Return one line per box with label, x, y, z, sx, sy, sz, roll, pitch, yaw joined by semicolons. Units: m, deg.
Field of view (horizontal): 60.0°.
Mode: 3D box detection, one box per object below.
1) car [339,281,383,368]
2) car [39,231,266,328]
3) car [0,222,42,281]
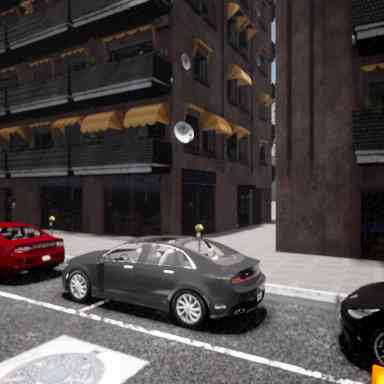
car;4.150;1.565;3.977;4.313;1.339;1.947;0;0;30
car;-0.744;1.549;6.762;4.403;1.369;2.008;0;0;30
car;-5.637;1.542;9.547;4.507;1.381;1.887;0;0;30
